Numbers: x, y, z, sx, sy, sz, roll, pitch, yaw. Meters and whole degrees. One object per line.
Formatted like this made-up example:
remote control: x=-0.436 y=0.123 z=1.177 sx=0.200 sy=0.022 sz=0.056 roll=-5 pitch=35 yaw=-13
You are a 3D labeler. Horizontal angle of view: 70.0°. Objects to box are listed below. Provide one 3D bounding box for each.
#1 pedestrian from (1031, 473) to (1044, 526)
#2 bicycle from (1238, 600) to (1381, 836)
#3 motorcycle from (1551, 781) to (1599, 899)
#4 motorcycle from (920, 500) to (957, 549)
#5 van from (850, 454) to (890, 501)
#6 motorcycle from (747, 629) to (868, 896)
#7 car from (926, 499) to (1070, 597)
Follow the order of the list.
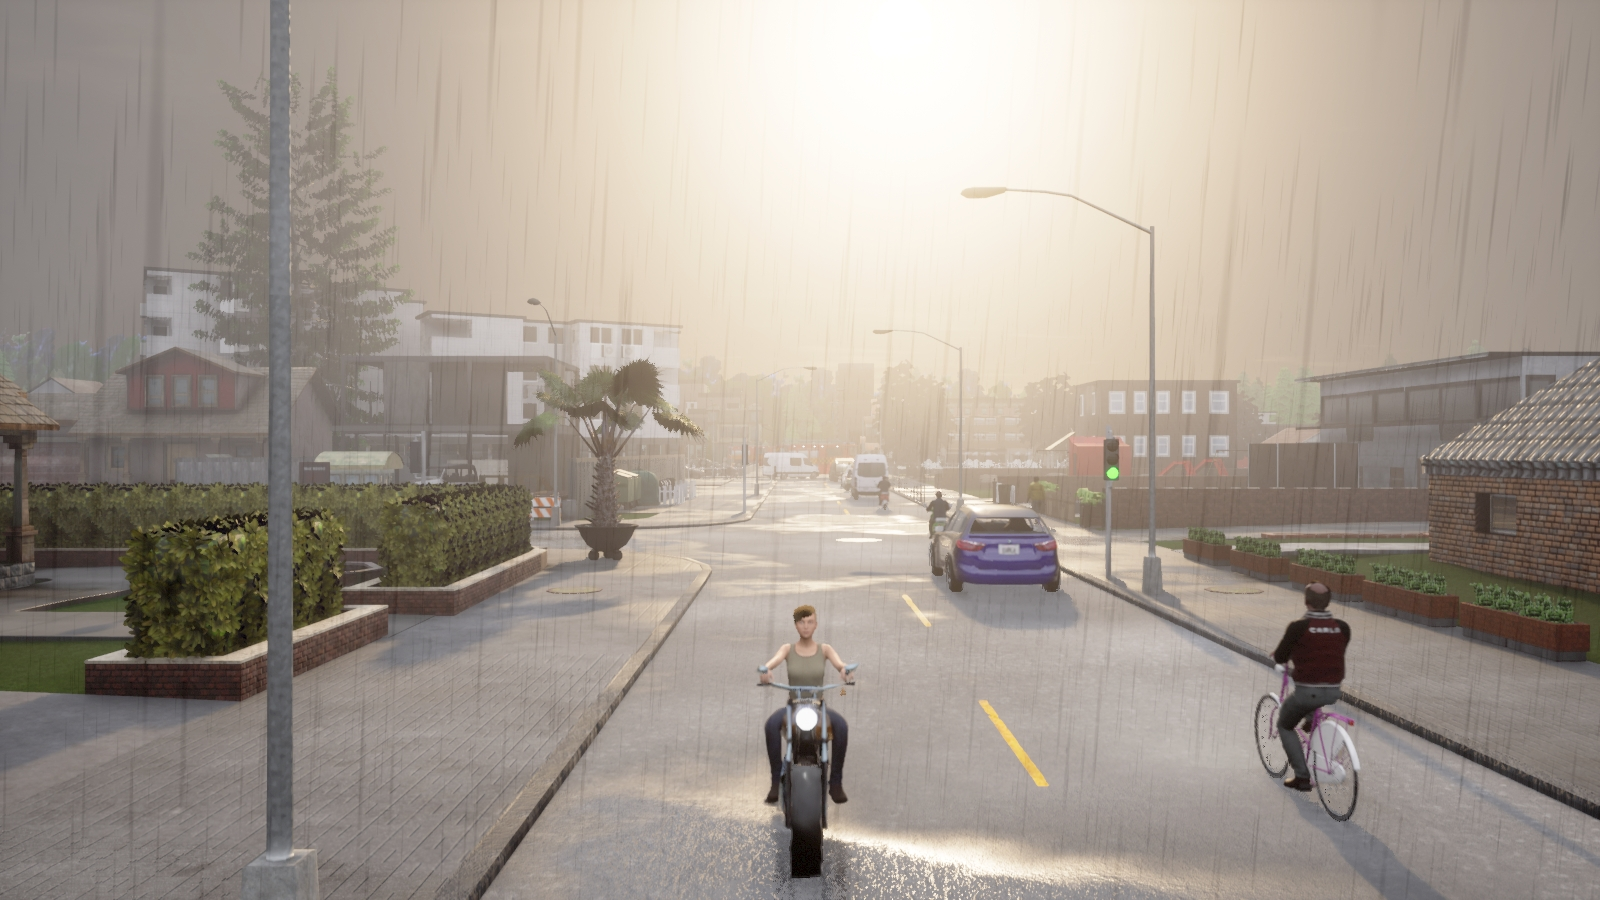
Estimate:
pedestrian: x=8.355 y=1.744 z=40.184 sx=0.375 sy=1.860 sz=0.375 roll=0 pitch=0 yaw=2
bicycle: x=4.045 y=2.060 z=9.195 sx=0.329 sy=1.471 sz=1.835 roll=0 pitch=0 yaw=0
motorcycle: x=3.998 y=2.186 z=4.464 sx=0.803 sy=1.199 sz=2.033 roll=0 pitch=0 yaw=1
motorcycle: x=4.027 y=2.142 z=33.283 sx=0.856 sy=1.316 sz=1.805 roll=0 pitch=0 yaw=0
van: x=4.020 y=1.534 z=66.437 sx=1.988 sy=2.561 sz=5.915 roll=0 pitch=0 yaw=1
motorcycle: x=0.054 y=2.155 z=8.378 sx=0.764 sy=1.307 sz=2.356 roll=0 pitch=0 yaw=0
car: x=4.028 y=1.967 z=24.118 sx=2.242 sy=1.667 sz=4.611 roll=0 pitch=0 yaw=0
